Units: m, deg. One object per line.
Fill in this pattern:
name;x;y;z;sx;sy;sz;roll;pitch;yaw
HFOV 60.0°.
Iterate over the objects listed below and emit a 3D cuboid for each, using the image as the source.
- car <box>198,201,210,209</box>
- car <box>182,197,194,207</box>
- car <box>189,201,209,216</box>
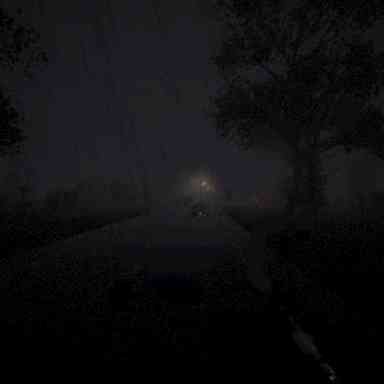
car;2.024;2.201;56.574;1.895;1.301;4.718;0;-1;3
car;-0.851;1.964;69.139;2.150;2.045;5.566;0;-1;3
car;0.944;1.976;36.643;1.895;1.301;4.718;0;-1;3
